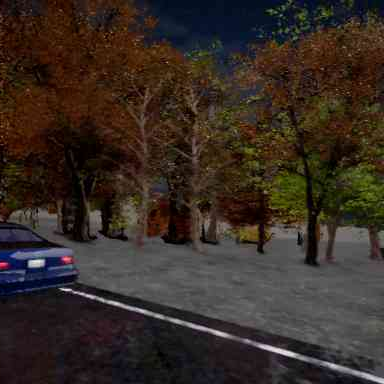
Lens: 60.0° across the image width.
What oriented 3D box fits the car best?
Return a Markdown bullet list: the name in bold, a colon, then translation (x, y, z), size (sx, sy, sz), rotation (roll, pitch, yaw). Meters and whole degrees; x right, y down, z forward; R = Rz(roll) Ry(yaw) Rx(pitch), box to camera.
- **car**: translation (-4.669, 1.279, 7.054), size (5.357, 1.411, 2.033), rotation (-1, -6, 35)
